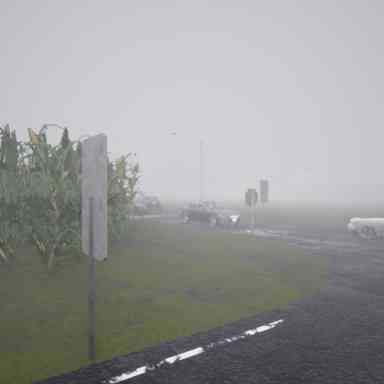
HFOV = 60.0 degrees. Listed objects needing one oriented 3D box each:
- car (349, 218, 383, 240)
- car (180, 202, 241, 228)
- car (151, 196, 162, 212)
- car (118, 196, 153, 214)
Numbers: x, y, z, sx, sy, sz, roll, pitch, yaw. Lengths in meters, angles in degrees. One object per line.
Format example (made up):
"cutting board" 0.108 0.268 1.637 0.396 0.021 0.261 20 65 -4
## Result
"car" 9.809 1.564 15.308 4.718 1.301 1.895 0 1 27
"car" 1.096 1.394 21.843 2.128 1.511 4.902 0 0 -36
"car" -5.051 1.158 35.045 2.097 1.767 4.553 0 1 -36
"car" -5.976 1.335 31.496 1.837 1.490 4.892 0 0 -36
